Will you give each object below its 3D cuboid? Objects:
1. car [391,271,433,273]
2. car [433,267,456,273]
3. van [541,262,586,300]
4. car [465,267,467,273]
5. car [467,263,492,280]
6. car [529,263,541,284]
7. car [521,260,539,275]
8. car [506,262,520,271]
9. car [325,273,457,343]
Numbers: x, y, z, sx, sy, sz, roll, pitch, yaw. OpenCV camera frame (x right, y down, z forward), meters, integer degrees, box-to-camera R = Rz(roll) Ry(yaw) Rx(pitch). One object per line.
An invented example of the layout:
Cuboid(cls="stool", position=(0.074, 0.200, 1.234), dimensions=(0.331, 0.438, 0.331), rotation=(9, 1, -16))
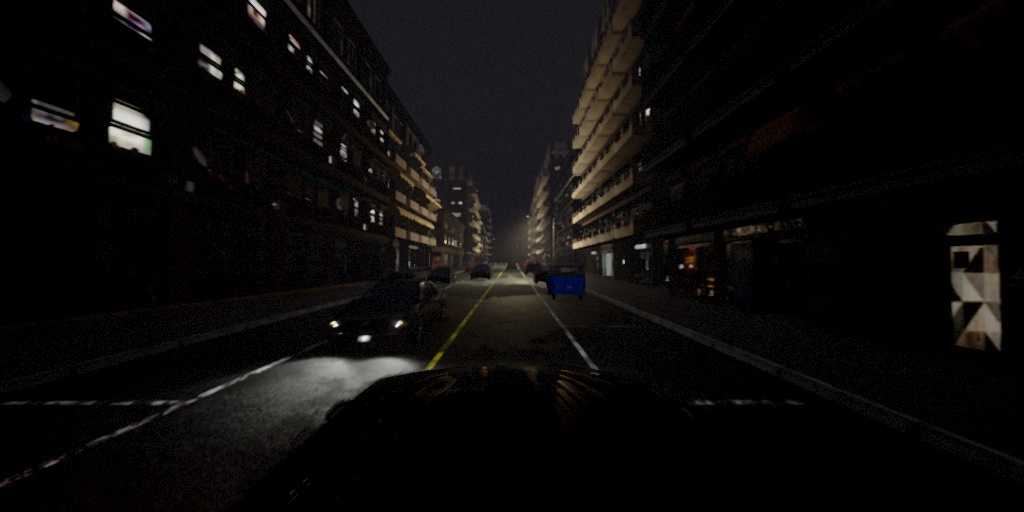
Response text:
Cuboid(cls="car", position=(-5.703, 1.465, 18.673), dimensions=(1.948, 1.339, 4.313), rotation=(0, 0, 0))
Cuboid(cls="car", position=(-5.714, 1.561, 29.815), dimensions=(1.948, 1.339, 4.313), rotation=(0, 0, 0))
Cuboid(cls="van", position=(2.677, 1.235, 18.642), dimensions=(1.690, 1.789, 3.998), rotation=(0, 0, 0))
Cuboid(cls="car", position=(-5.734, 1.733, 52.099), dimensions=(1.888, 1.381, 4.507), rotation=(0, 0, 0))
Cuboid(cls="car", position=(-3.031, 1.568, 36.105), dimensions=(1.882, 1.535, 5.008), rotation=(0, 0, 0))
Cuboid(cls="car", position=(2.667, 1.535, 29.782), dimensions=(1.888, 1.381, 4.507), rotation=(0, 0, 0))
Cuboid(cls="car", position=(2.651, 1.450, 46.495), dimensions=(2.192, 1.841, 5.009), rotation=(0, 0, 0))
Cuboid(cls="car", position=(-0.055, 1.846, 63.319), dimensions=(1.994, 1.385, 4.181), rotation=(0, 0, 0))
Cuboid(cls="car", position=(-3.098, 1.372, 10.197), dimensions=(2.033, 1.411, 5.357), rotation=(0, 0, 0))
